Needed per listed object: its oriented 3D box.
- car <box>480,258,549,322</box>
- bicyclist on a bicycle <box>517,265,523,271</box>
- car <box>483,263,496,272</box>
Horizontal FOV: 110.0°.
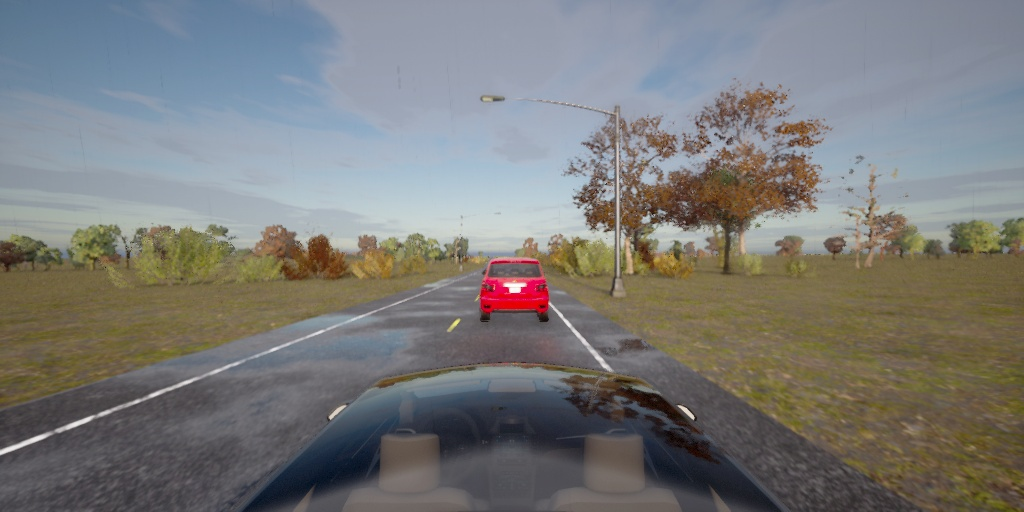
[{"bbox_3d":[0.065,1.097,13.050,2.150,2.045,5.566,0,0,0],"label":"car"},{"bbox_3d":[0.892,1.527,38.531,0.659,1.776,1.843,0,0,0],"label":"bicyclist on a bicycle"},{"bbox_3d":[-3.792,1.957,61.367,2.033,1.411,5.357,0,-1,0],"label":"car"}]
